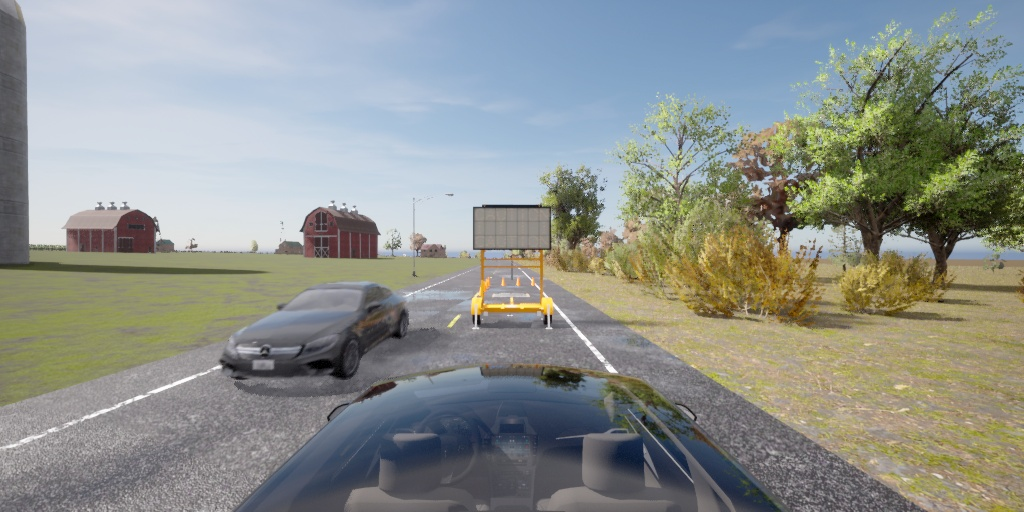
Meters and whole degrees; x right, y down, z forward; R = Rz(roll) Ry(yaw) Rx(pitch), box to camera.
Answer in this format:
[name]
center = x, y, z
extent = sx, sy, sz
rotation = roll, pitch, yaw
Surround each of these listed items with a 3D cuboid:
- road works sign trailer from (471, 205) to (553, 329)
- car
[road works sign trailer]
center = -0.001, 0.212, 11.169
extent = 2.380, 3.560, 2.880
rotation = 0, 0, -1
[car]
center = -3.525, 1.274, 7.407
extent = 1.812, 1.442, 4.674
rotation = 0, 0, 0
